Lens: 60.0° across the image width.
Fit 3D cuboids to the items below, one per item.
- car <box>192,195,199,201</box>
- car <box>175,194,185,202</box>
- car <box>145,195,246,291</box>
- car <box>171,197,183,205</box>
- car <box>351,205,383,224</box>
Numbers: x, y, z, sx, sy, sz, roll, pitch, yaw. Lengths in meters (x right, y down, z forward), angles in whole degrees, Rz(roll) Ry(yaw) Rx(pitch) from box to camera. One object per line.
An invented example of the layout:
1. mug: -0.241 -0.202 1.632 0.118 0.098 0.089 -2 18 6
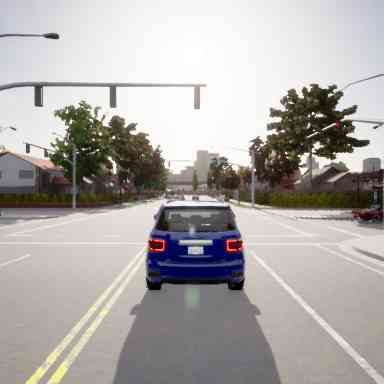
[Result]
1. car: 0.961 1.478 88.056 1.882 1.535 5.008 0 0 0
2. car: -2.635 1.355 73.911 2.097 1.767 4.553 0 0 0
3. car: 0.074 1.221 9.123 2.150 2.045 5.566 0 0 0
4. car: -2.789 1.564 61.444 1.994 1.385 4.181 0 0 1
5. car: 14.492 1.601 24.522 4.718 1.301 1.895 0 0 0
